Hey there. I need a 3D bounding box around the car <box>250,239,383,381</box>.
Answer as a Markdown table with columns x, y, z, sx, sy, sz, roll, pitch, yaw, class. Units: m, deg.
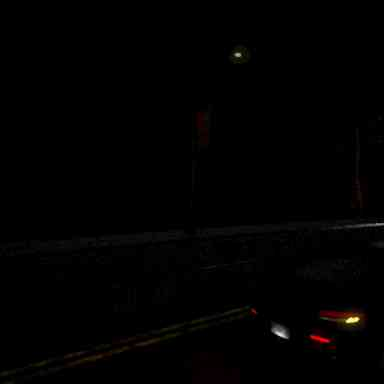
| x | y | z | sx | sy | sz | roll | pitch | yaw | class |
| --- | --- | --- | --- | --- | --- | --- | --- | --- | --- |
| 2.998 | 1.490 | 5.280 | 4.674 | 1.442 | 1.812 | 0 | 0 | -33 | car |
